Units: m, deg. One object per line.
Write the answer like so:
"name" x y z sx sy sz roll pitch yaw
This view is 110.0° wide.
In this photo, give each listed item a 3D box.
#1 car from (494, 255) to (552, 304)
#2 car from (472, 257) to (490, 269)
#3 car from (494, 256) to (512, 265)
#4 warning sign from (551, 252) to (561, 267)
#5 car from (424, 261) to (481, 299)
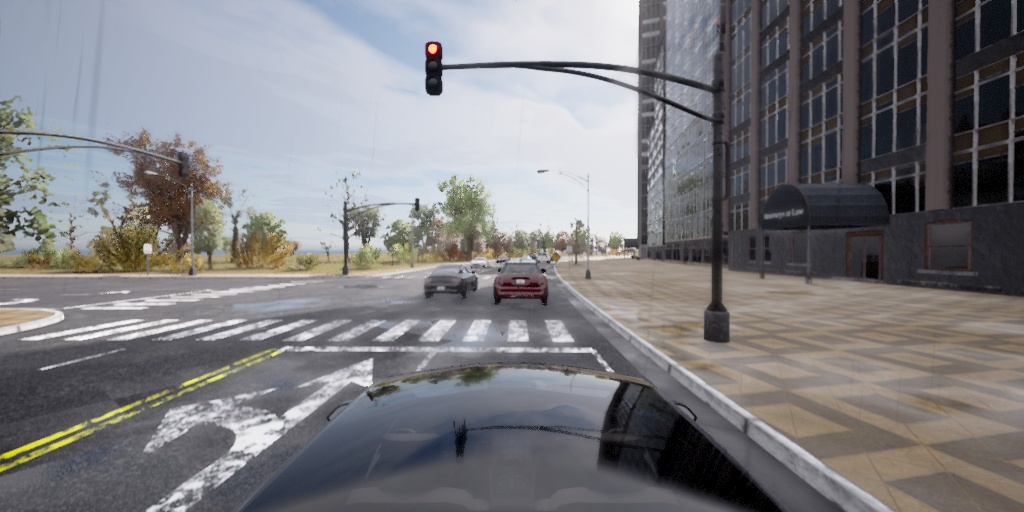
"car" 0.414 0.962 15.475 2.097 1.767 4.553 0 0 2
"car" -3.969 0.844 44.742 1.812 1.442 4.674 0 1 7
"car" -1.472 0.697 62.032 2.033 1.411 5.357 0 1 10
"warning sign" 5.410 0.445 44.027 1.300 1.860 1.060 0 0 7
"car" -2.783 1.122 16.846 1.812 1.442 4.674 0 1 2
